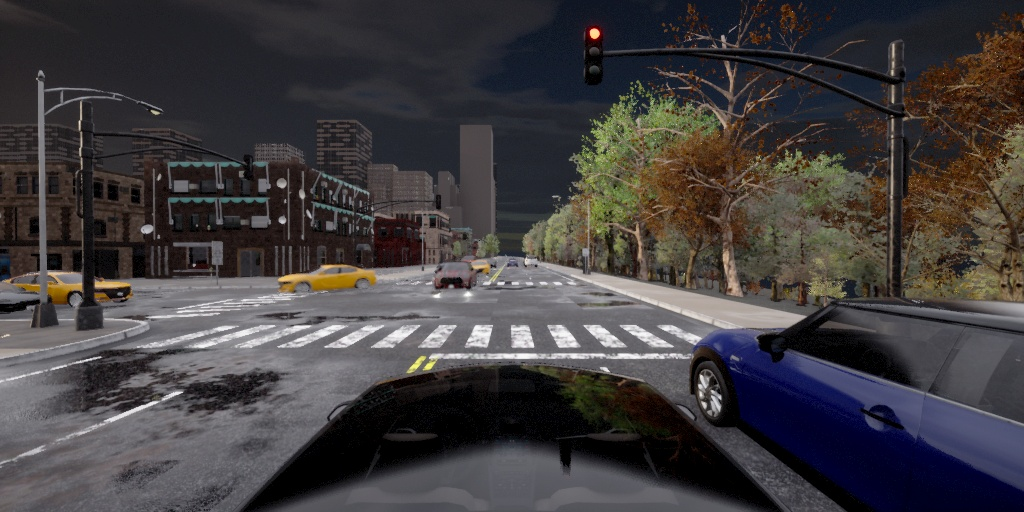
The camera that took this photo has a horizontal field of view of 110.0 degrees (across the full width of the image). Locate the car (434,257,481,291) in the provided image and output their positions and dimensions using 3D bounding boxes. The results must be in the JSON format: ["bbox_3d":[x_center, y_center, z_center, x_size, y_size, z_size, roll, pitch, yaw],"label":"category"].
[{"bbox_3d":[-3.351,1.095,22.016,2.097,1.767,4.553,0,0,0],"label":"car"}]

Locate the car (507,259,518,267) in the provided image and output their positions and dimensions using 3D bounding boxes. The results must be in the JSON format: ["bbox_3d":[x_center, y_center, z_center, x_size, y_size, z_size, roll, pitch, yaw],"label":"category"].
[{"bbox_3d":[0.100,1.251,64.490,1.812,1.442,4.674,0,0,0],"label":"car"}]

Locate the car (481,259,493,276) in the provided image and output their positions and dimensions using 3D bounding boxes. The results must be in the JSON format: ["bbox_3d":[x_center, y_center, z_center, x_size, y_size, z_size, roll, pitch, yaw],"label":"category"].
[{"bbox_3d":[-3.349,1.215,37.914,1.882,1.535,5.008,0,0,0],"label":"car"}]

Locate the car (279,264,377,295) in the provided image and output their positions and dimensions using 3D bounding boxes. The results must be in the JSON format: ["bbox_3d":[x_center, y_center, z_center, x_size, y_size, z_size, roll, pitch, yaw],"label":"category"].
[{"bbox_3d":[-10.278,1.257,20.325,5.008,1.535,1.882,-1,2,-44],"label":"car"}]

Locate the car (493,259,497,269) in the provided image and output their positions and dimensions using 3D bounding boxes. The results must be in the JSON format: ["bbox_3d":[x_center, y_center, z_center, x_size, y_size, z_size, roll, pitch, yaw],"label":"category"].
[{"bbox_3d":[-3.334,1.234,56.344,1.837,1.490,4.892,0,0,0],"label":"car"}]

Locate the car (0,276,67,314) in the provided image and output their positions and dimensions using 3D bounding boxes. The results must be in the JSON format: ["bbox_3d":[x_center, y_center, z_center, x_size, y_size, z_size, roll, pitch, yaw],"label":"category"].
[{"bbox_3d":[-19.947,1.564,13.290,4.313,1.339,1.948,0,0,0],"label":"car"}]

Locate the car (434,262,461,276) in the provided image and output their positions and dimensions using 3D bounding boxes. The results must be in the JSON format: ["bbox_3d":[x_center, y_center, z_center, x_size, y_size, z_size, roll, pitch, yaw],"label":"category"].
[{"bbox_3d":[-6.600,1.301,37.190,1.994,1.385,4.181,0,0,0],"label":"car"}]

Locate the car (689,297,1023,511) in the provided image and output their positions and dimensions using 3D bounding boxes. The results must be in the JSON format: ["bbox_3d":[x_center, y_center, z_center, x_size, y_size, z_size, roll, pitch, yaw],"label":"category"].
[{"bbox_3d":[3.351,1.102,2.833,2.097,1.767,4.553,0,0,0],"label":"car"}]

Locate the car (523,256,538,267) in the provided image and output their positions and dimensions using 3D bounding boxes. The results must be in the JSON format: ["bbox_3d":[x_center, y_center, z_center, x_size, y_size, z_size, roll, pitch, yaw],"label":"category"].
[{"bbox_3d":[3.353,0.947,63.641,2.150,2.045,5.566,0,0,0],"label":"car"}]

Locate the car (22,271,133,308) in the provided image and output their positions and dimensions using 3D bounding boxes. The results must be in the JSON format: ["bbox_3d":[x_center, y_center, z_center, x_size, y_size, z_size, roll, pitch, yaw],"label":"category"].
[{"bbox_3d":[-20.009,1.450,15.985,5.008,1.535,1.882,-1,1,-1],"label":"car"}]
